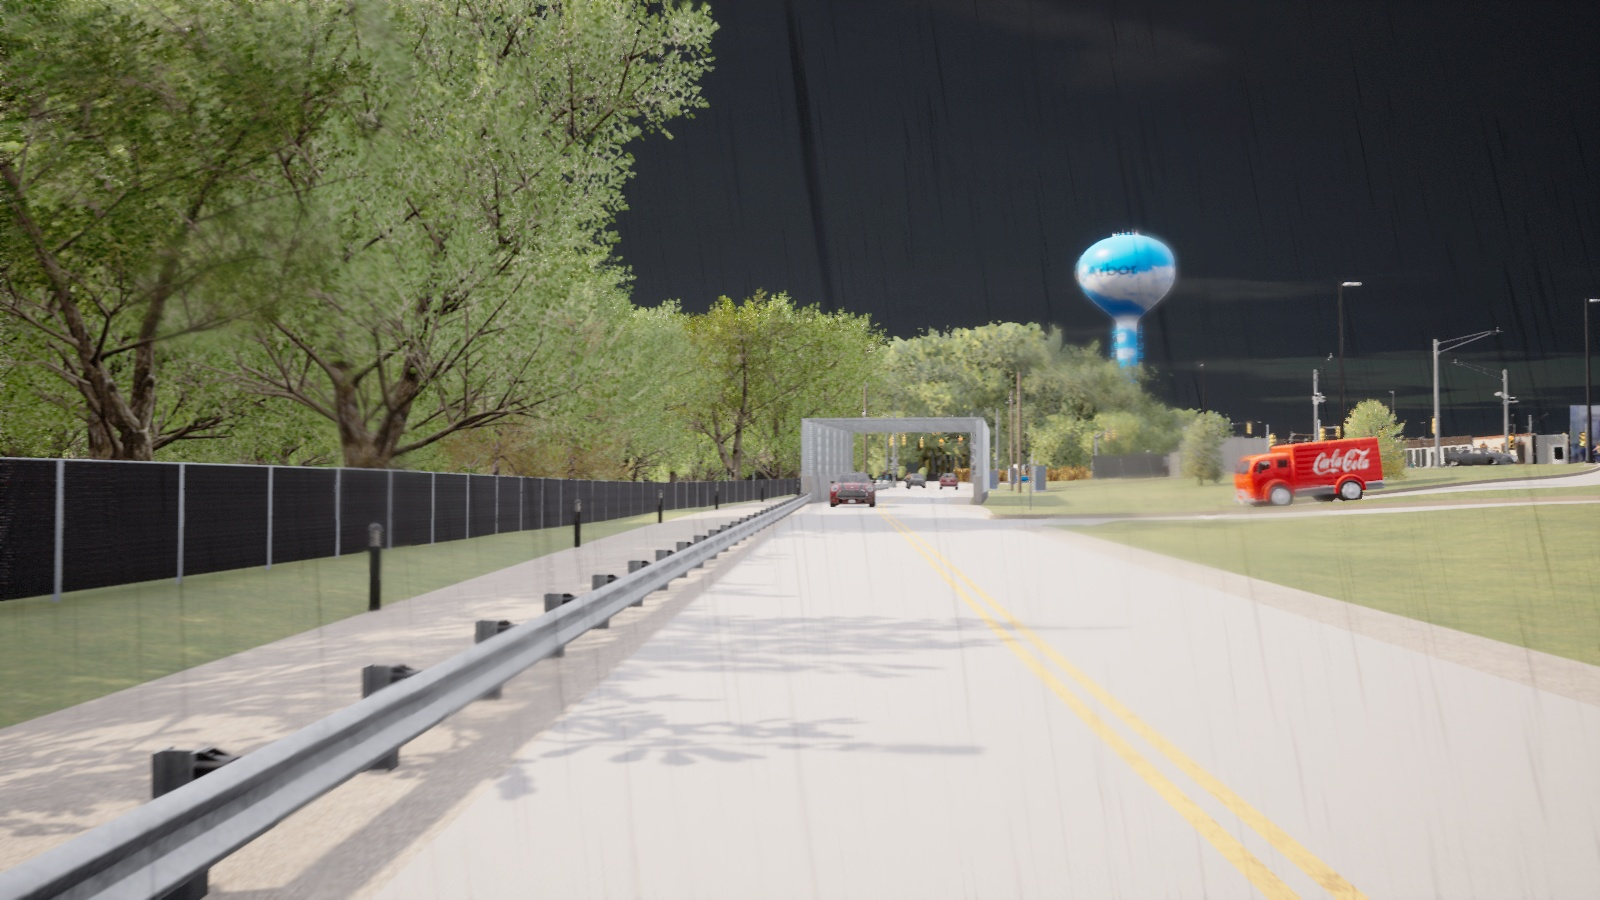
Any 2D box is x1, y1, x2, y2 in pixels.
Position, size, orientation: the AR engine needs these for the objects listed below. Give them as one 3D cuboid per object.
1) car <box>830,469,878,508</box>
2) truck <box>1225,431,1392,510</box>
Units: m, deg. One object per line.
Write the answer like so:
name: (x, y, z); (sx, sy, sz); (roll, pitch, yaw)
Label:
car: (2.597, 1.791, 59.524); (2.097, 1.767, 4.553); (0, -1, 4)
truck: (19.919, 0.821, 49.396); (5.204, 2.467, 2.627); (-6, -2, -2)
